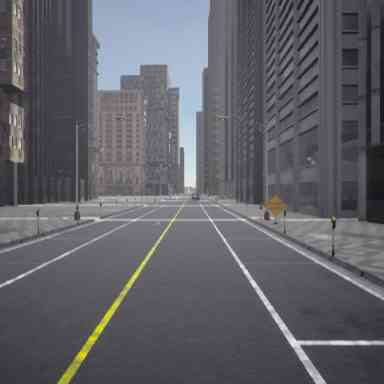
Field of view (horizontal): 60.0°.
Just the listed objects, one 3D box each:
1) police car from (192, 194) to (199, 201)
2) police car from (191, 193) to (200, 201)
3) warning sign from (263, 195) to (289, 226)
[{"bbox_3d":[0.900,1.439,90.268,1.930,1.638,5.238,0,0,0],"label":"police car"},{"bbox_3d":[0.900,1.432,80.268,1.930,1.638,5.238,0,0,0],"label":"police car"},{"bbox_3d":[5.071,1.099,20.154,1.300,1.860,1.060,0,0,0],"label":"warning sign"}]
